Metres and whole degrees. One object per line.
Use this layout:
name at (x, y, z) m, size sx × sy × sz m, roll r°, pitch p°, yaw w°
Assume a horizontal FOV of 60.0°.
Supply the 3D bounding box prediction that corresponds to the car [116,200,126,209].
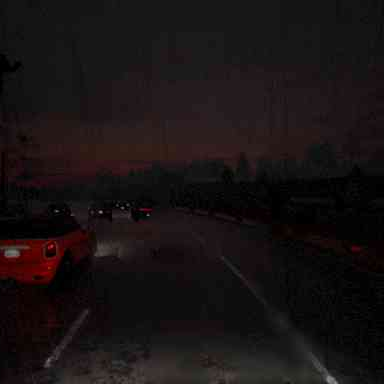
car at (-9.226, 1.630, 41.908) m, size 1.895 × 1.301 × 4.718 m, roll 0°, pitch 0°, yaw -24°

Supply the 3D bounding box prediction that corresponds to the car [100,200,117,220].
car at (-7.633, 1.575, 27.613) m, size 2.033 × 1.411 × 5.357 m, roll 0°, pitch 0°, yaw -16°

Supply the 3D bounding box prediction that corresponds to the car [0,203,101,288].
car at (-4.116, 1.364, 9.368) m, size 2.097 × 1.767 × 4.553 m, roll 0°, pitch 0°, yaw -5°

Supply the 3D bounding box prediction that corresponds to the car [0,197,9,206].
car at (-31.279, 1.682, 54.617) m, size 1.837 × 1.490 × 4.892 m, roll 0°, pitch 0°, yaw -27°

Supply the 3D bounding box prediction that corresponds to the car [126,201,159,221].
car at (-3.895, 1.500, 26.982) m, size 2.128 × 1.511 × 4.902 m, roll 0°, pitch 0°, yaw -15°
